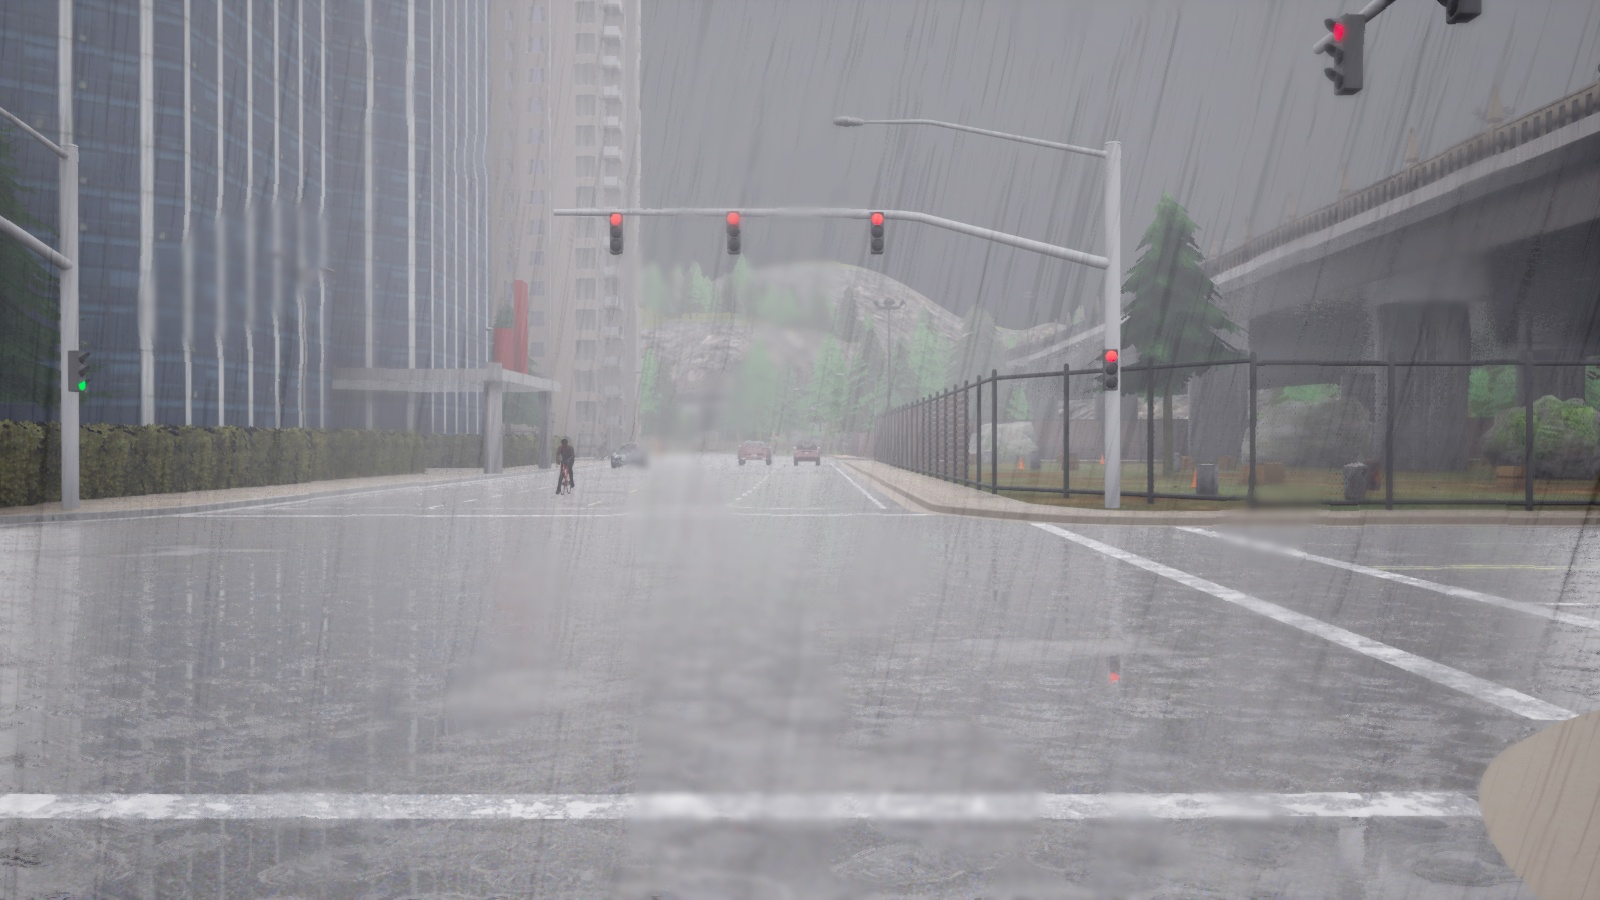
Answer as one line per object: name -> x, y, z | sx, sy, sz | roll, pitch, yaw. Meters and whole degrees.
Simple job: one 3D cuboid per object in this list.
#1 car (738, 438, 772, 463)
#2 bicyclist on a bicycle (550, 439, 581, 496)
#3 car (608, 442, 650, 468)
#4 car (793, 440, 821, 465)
car -> -3.036, 0.039, 85.718 | 2.152, 1.651, 5.027 | 0, 0, 0
bicyclist on a bicycle -> -6.795, 0.488, 36.405 | 0.582, 1.620, 1.656 | 0, 1, 0
car -> -10.095, 0.283, 74.520 | 1.970, 1.475, 3.806 | 0, 0, 0
car -> 0.457, 0.168, 84.551 | 1.851, 1.617, 3.988 | 0, 0, 0
